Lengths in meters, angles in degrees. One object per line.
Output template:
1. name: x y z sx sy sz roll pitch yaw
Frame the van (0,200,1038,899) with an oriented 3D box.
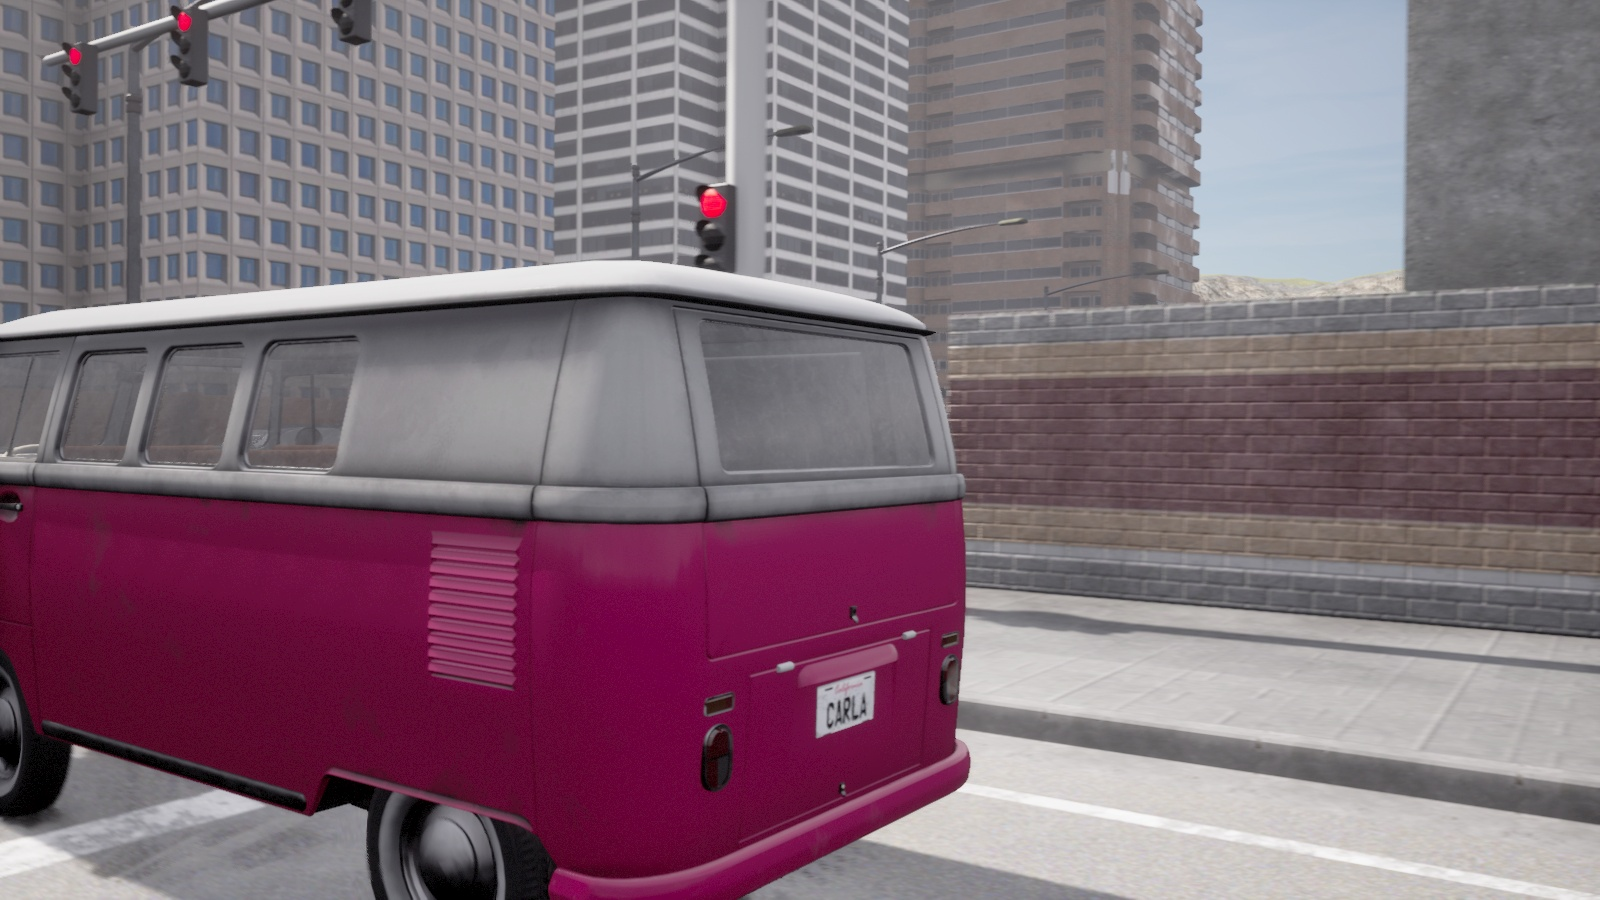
1. van: -1.550 0.442 4.693 4.442 1.987 1.775 0 1 35
